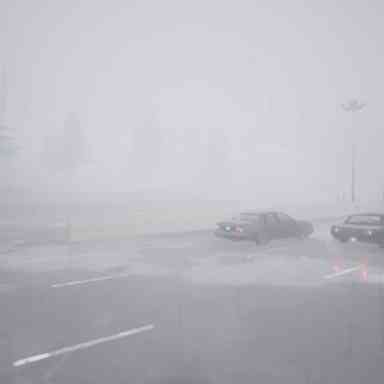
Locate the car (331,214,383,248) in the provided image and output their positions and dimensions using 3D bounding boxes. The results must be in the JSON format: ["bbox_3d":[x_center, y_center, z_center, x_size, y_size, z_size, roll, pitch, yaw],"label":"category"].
[{"bbox_3d":[8.170,1.603,14.745,4.718,1.301,1.895,0,0,-40],"label":"car"}]

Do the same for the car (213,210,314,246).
[{"bbox_3d":[3.444,1.556,15.383,5.357,1.411,2.033,0,0,-39],"label":"car"}]
